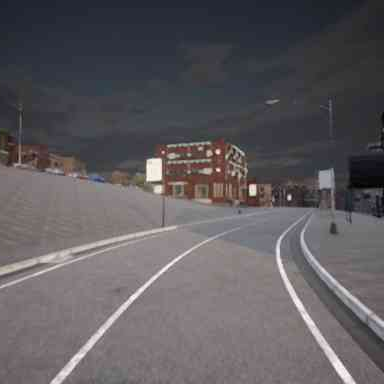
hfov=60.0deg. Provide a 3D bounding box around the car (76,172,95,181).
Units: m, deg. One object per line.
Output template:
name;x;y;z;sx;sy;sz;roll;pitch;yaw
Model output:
car;-16.821;-2.031;49.095;2.185;1.767;4.553;-1;-3;11

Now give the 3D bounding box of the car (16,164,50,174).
car;-19.106;-2.458;38.284;2.002;1.452;4.674;-1;-3;14

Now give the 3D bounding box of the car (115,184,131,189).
car;-14.237;-0.806;65.502;2.002;1.452;4.674;0;-4;8

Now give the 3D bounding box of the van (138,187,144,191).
van;-13.027;-0.240;76.640;1.878;1.987;4.442;0;-4;6

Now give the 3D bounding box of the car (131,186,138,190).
car;-13.598;-0.407;70.993;2.002;1.452;4.674;0;-4;6

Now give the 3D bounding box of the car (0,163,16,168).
car;-20.423;-2.751;32.932;2.163;1.488;4.792;-1;-3;15

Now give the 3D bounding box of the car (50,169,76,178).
car;-17.925;-2.217;43.570;2.231;1.521;4.892;-1;-3;13

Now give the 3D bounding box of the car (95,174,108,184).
car;-15.823;-1.823;54.613;2.435;2.045;5.566;0;-3;10
